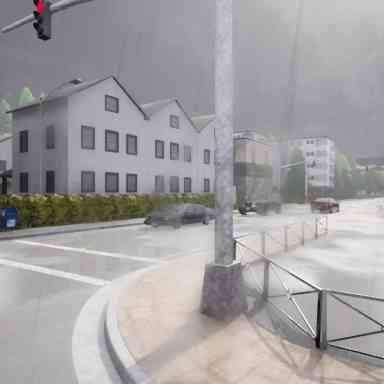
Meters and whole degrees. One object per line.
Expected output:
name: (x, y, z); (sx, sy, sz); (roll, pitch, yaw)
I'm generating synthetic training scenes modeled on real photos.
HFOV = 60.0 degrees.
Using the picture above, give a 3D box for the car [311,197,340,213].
car: (13.516, 1.289, 33.608); (1.882, 1.535, 5.008); (0, 0, 35)

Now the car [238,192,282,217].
car: (6.204, 1.033, 29.670); (2.150, 2.045, 5.566); (0, 0, 36)

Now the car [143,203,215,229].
car: (-0.511, 1.360, 20.206); (2.033, 1.411, 5.357); (0, 0, 35)
